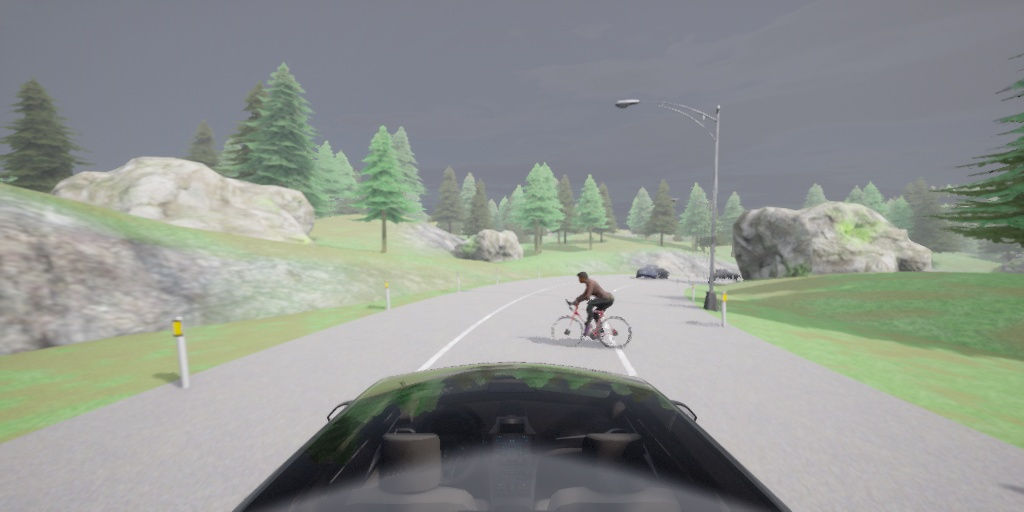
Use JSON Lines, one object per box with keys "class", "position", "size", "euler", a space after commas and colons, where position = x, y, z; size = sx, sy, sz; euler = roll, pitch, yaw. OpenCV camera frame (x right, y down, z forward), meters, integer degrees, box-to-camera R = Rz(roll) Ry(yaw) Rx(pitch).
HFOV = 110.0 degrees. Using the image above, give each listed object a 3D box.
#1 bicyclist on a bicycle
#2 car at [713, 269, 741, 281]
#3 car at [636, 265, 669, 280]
{"class": "bicyclist on a bicycle", "position": [1.637, 1.137, 7.470], "size": [1.656, 1.620, 0.582], "euler": [-1, 0, 8]}
{"class": "car", "position": [27.695, 2.419, 46.382], "size": [4.902, 1.511, 2.128], "euler": [4, 1, -30]}
{"class": "car", "position": [13.970, 1.586, 35.490], "size": [1.994, 1.385, 4.181], "euler": [4, 1, 43]}
